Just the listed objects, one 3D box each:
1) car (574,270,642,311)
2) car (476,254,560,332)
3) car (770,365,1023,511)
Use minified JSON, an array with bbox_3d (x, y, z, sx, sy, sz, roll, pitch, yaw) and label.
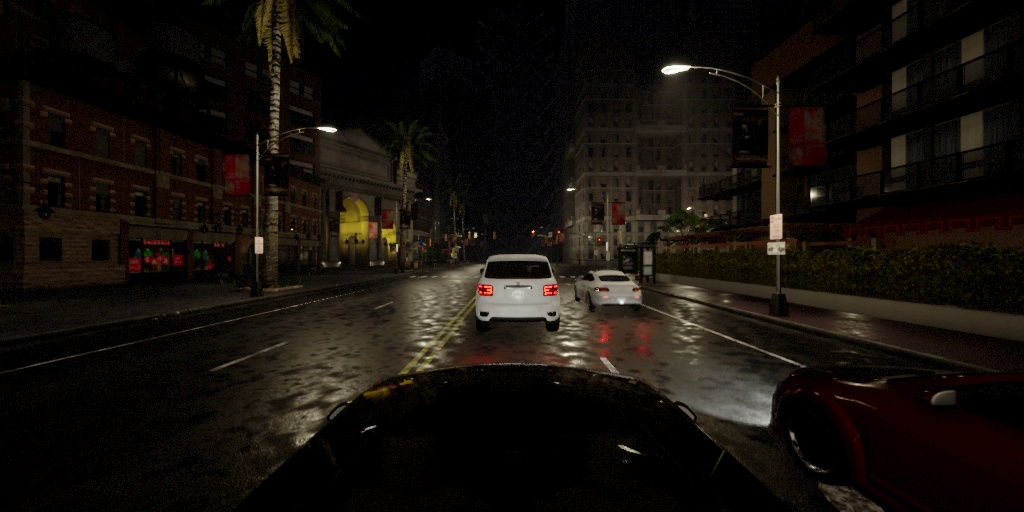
[{"bbox_3d":[3.680,1.275,14.275,1.812,1.442,4.674,0,0,0],"label":"car"},{"bbox_3d":[0.157,0.972,11.063,2.150,2.045,5.566,0,0,0],"label":"car"},{"bbox_3d":[3.679,1.314,1.982,1.994,1.385,4.181,0,0,-1],"label":"car"}]
